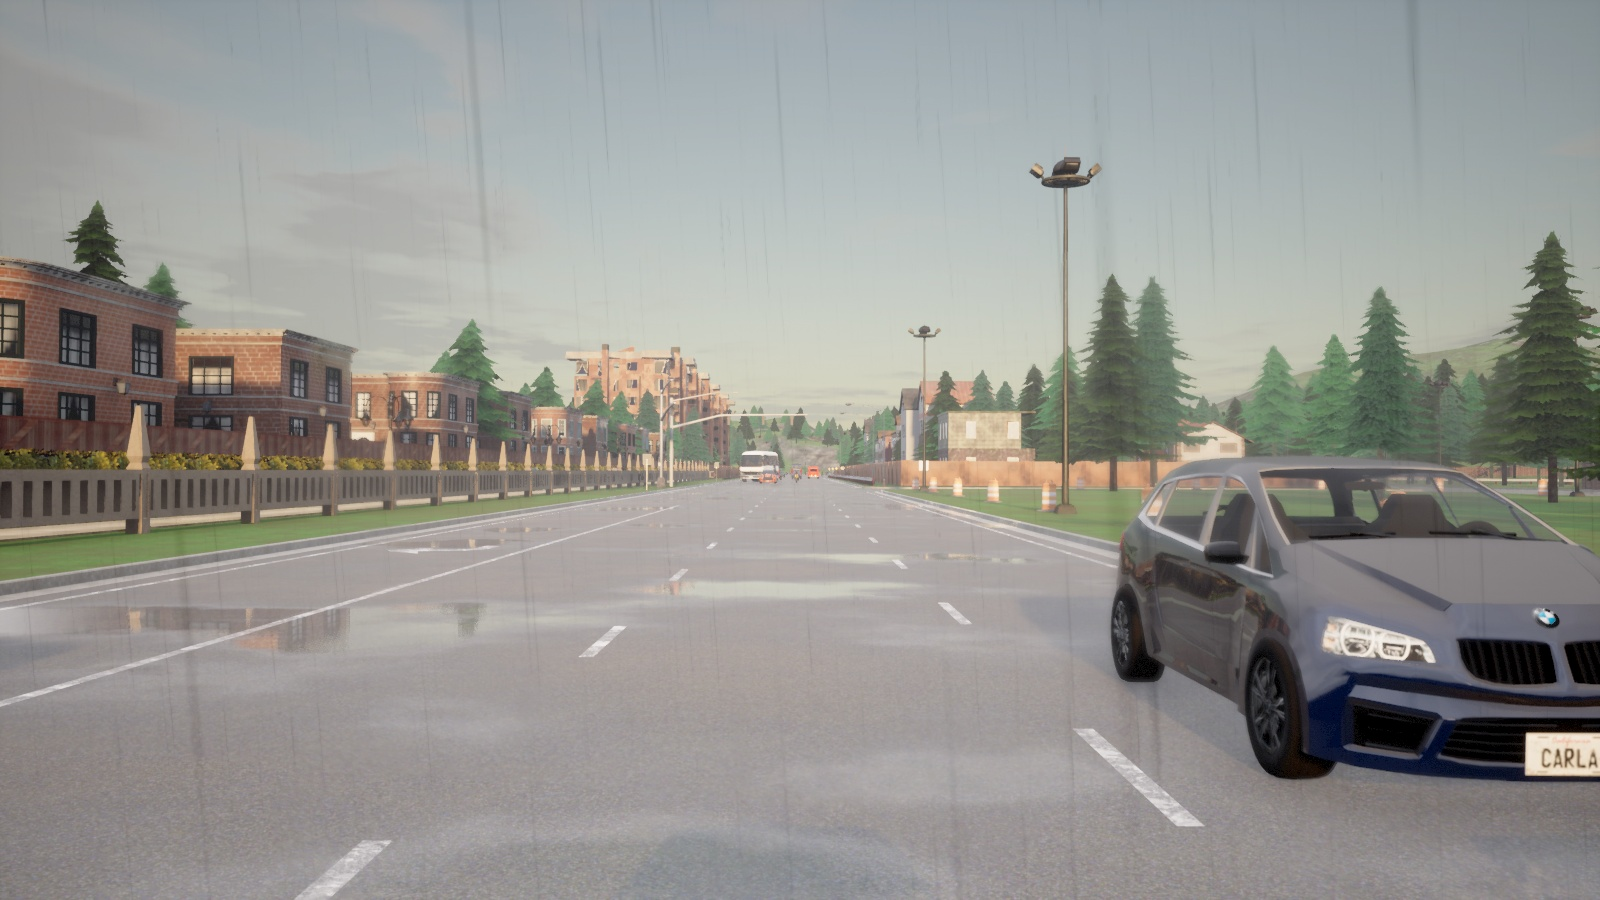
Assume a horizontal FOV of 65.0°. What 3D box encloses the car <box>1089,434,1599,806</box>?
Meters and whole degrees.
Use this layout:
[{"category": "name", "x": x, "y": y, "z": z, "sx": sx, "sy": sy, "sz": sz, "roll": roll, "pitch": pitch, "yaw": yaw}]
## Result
[{"category": "car", "x": 3.480, "y": 0.773, "z": 7.951, "sx": 2.242, "sy": 1.667, "sz": 4.611, "roll": 0, "pitch": 0, "yaw": 0}]
